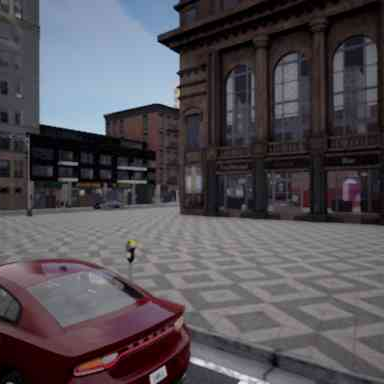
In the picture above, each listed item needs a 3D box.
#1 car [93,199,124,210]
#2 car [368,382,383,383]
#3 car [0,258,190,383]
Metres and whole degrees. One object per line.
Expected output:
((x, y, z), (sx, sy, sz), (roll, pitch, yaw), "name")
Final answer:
((-11.330, 1.708, 45.209), (1.994, 1.385, 4.181), (0, 0, 36), "car")
((2.463, 1.574, 1.091), (4.206, 1.307, 1.802), (0, 0, 36), "car")
((-2.128, 1.565, 4.367), (4.507, 1.381, 1.887), (0, 0, 36), "car")
